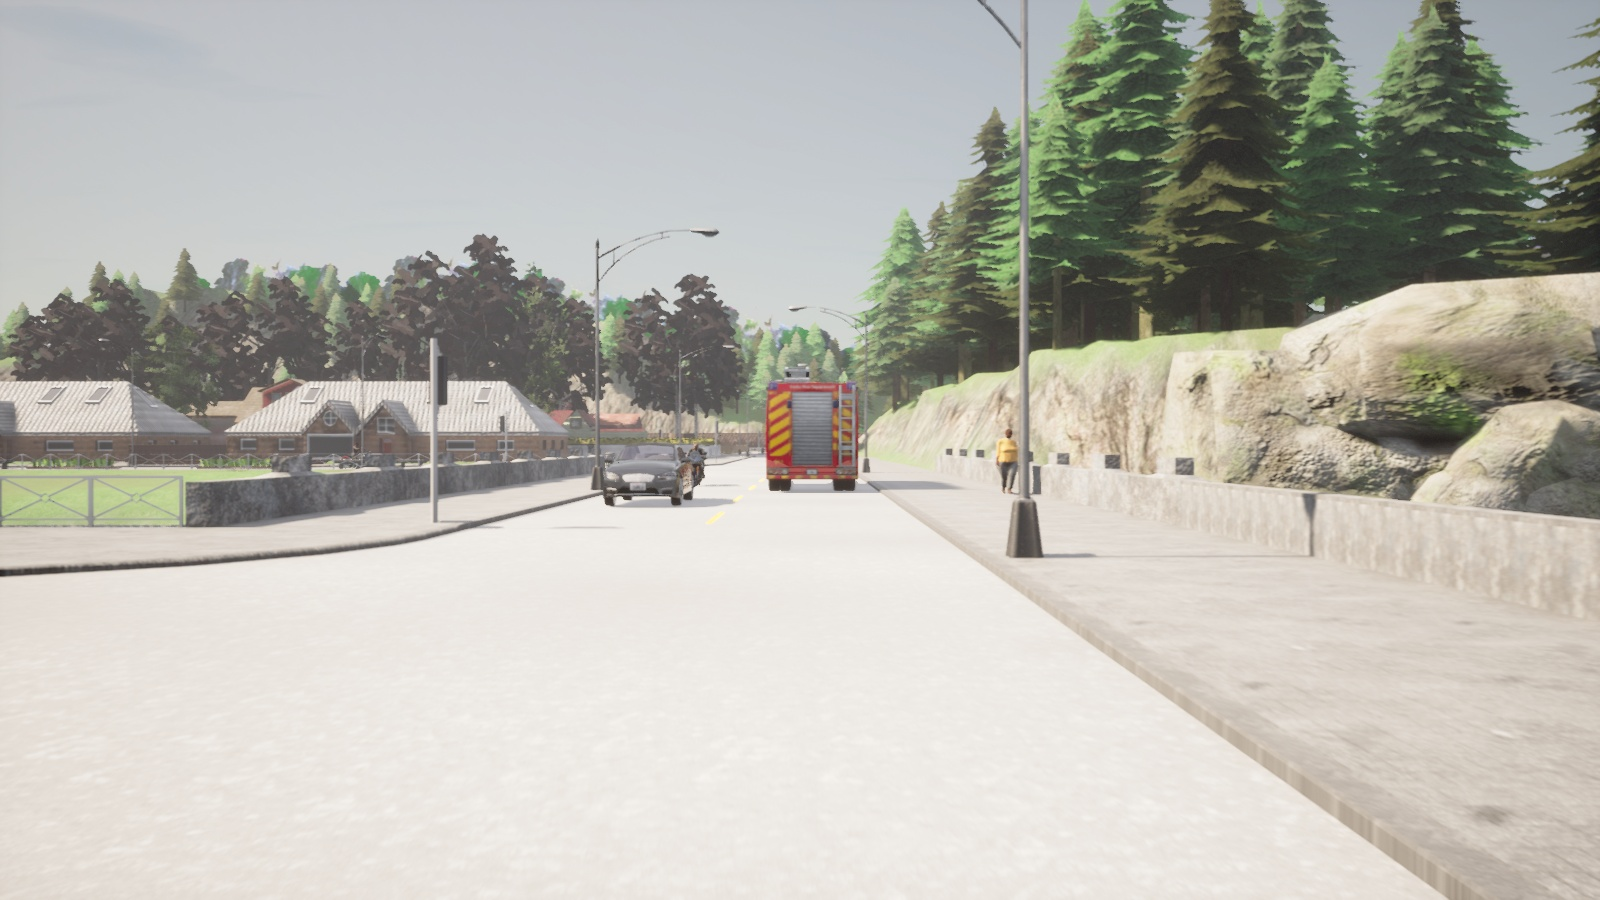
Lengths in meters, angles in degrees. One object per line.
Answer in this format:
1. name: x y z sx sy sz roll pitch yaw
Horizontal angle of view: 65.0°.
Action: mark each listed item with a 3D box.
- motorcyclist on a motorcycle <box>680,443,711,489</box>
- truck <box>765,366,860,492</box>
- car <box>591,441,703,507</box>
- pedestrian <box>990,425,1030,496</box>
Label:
1. motorcyclist on a motorcycle: -3.573 0.538 43.235 0.866 1.530 2.191 0 0 1
2. truck: 0.422 -0.655 42.367 2.891 3.827 8.468 0 0 0
3. car: -3.685 0.527 31.157 2.128 1.511 4.902 0 0 0
4. pedestrian: 5.589 0.271 33.460 0.874 1.855 0.900 0 0 -5
